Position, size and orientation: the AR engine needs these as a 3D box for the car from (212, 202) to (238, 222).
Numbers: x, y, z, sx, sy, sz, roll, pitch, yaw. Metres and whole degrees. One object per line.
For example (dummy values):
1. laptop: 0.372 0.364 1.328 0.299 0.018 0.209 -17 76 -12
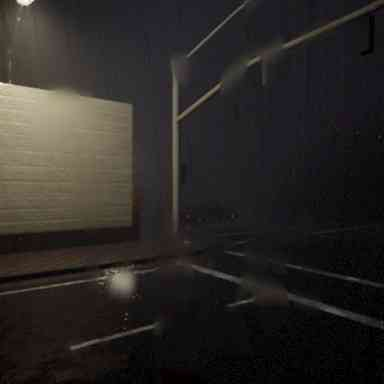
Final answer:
1. car: 1.587 1.526 26.719 2.128 1.511 4.902 0 0 -36

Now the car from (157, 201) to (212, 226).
1. car: -0.874 1.564 24.144 1.812 1.442 4.674 0 0 -36
